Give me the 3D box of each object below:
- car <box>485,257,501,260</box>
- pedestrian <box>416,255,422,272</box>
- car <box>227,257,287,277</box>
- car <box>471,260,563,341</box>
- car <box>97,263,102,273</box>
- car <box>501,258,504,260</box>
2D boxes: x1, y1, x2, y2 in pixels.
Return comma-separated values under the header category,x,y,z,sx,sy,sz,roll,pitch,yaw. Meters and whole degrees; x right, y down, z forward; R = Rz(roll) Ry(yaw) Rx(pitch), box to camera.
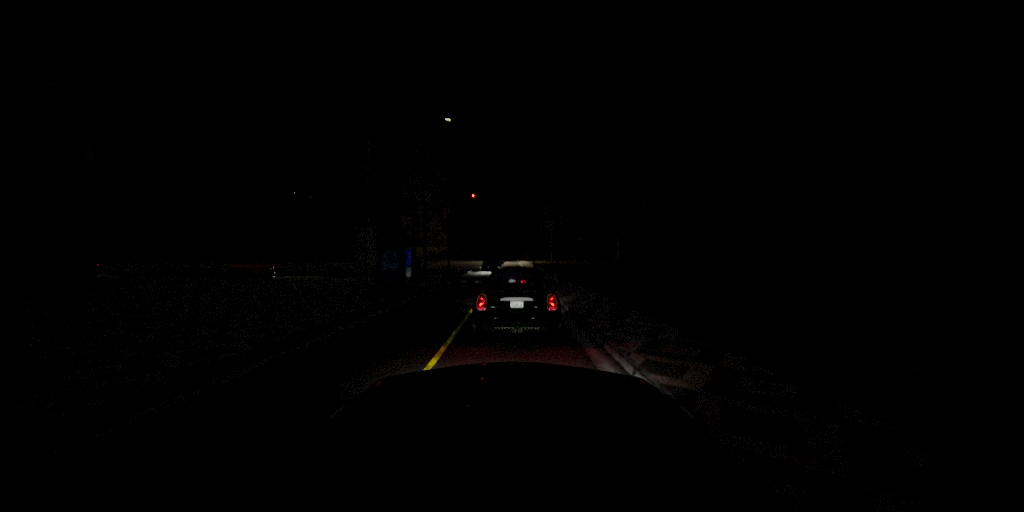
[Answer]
category,x,y,z,sx,sy,sz,roll,pitch,yaw
car,-2.945,1.172,47.119,2.128,1.511,4.902,0,0,0
pedestrian,-9.965,0.784,38.202,0.375,1.860,0.375,0,0,2
car,-22.904,1.016,32.338,4.553,1.767,2.097,0,1,2
car,0.117,1.095,10.048,2.097,1.767,4.553,0,0,0
car,-44.294,1.076,36.095,4.892,1.490,1.837,0,1,2
car,-2.870,1.125,62.826,1.882,1.535,5.008,0,0,1
